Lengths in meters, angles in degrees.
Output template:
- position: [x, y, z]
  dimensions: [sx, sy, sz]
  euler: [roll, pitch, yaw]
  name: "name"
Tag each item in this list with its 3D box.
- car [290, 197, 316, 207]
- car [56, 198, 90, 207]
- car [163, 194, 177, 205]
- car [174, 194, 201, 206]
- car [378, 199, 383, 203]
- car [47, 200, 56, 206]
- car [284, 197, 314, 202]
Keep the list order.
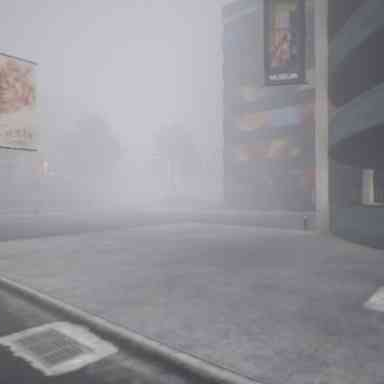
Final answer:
- position: [17.257, 1.483, 51.401]
  dimensions: [2.161, 1.482, 4.786]
  euler: [0, 0, 41]
  name: "car"
- position: [-19.691, 1.856, 56.044]
  dimensions: [1.895, 1.301, 4.718]
  euler: [0, 0, 41]
  name: "car"
- position: [-3.028, 1.419, 62.860]
  dimensions: [2.150, 2.045, 5.566]
  euler: [0, 0, 41]
  name: "car"
- position: [-0.410, 1.684, 60.536]
  dimensions: [1.837, 1.490, 4.892]
  euler: [0, 0, 41]
  name: "car"
- position: [25.735, 1.470, 43.472]
  dimensions: [1.895, 1.301, 4.718]
  euler: [0, 0, 41]
  name: "car"
- position: [-22.683, 1.779, 57.902]
  dimensions: [1.837, 1.490, 4.892]
  euler: [0, 0, 42]
  name: "car"
- position: [12.355, 1.378, 39.496]
  dimensions: [2.002, 1.452, 4.674]
  euler: [0, 0, 41]
  name: "car"
